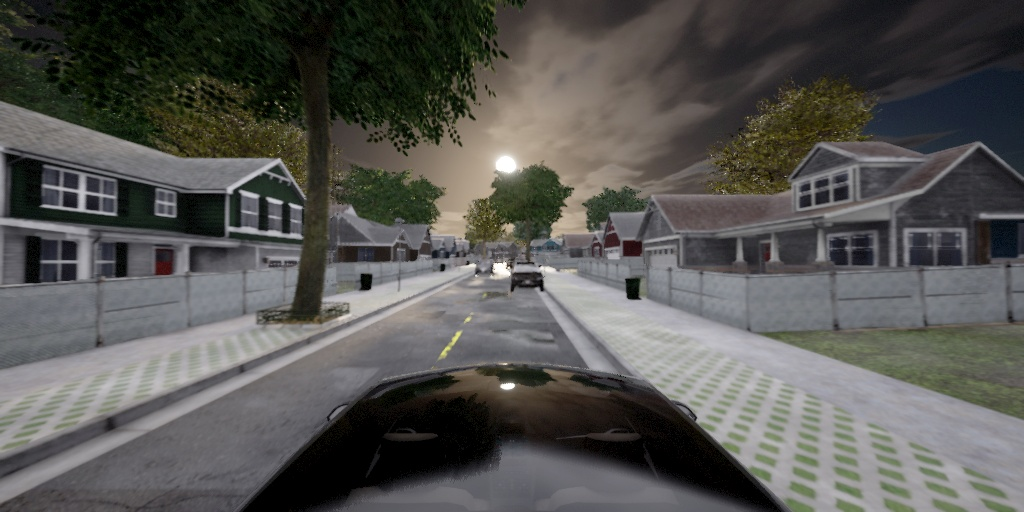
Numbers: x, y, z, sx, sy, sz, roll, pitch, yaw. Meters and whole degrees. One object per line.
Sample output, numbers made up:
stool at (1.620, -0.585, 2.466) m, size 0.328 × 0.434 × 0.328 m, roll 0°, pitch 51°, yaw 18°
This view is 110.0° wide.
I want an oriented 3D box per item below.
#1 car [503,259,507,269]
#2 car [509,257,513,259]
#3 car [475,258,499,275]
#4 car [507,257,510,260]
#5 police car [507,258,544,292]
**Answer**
car at (0.003, 1.179, 56.289) m, size 1.837 × 1.490 × 4.892 m, roll 0°, pitch 0°, yaw 0°
car at (0.827, 1.171, 31.564) m, size 1.801 × 1.575 × 5.366 m, roll 0°, pitch 0°, yaw 0°
car at (-2.834, 1.196, 38.043) m, size 2.128 × 1.511 × 4.902 m, roll 0°, pitch 0°, yaw 0°
car at (0.827, 1.057, 37.344) m, size 2.097 × 1.767 × 4.553 m, roll 0°, pitch 0°, yaw 0°
police car at (0.826, 1.156, 21.481) m, size 1.930 × 1.638 × 5.238 m, roll 0°, pitch 0°, yaw 0°
